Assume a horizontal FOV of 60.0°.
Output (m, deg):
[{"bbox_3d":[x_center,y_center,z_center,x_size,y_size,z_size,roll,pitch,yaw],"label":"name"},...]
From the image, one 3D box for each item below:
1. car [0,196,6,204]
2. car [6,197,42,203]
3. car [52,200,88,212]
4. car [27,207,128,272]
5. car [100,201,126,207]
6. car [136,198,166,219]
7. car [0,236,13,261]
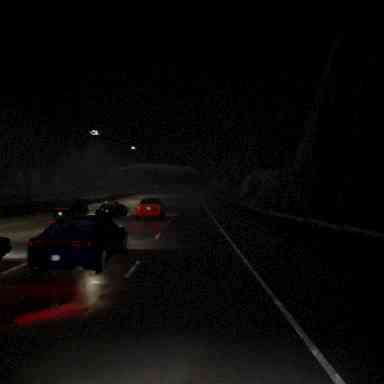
[{"bbox_3d":[-24.564,1.309,42.656,1.812,1.442,4.674,0,1,0],"label":"car"},{"bbox_3d":[-21.069,1.332,42.659,2.033,1.411,5.357,0,1,0],"label":"car"},{"bbox_3d":[-10.399,1.437,28.657,1.837,1.490,4.892,0,1,0],"label":"car"},{"bbox_3d":[-3.418,1.492,10.843,1.882,1.535,5.008,0,0,0],"label":"car"},{"bbox_3d":[-6.899,1.493,29.004,1.994,1.385,4.181,0,1,0],"label":"car"},{"bbox_3d":[-3.401,1.287,28.270,2.097,1.767,4.553,0,0,0],"label":"car"},{"bbox_3d":[-6.929,1.563,8.631,2.033,1.411,5.357,0,0,0],"label":"car"}]
